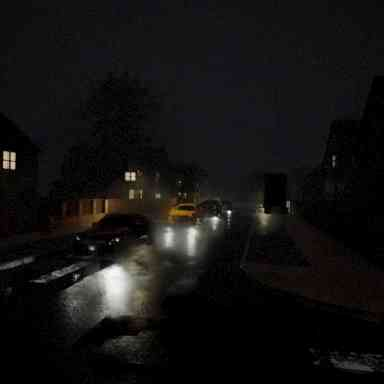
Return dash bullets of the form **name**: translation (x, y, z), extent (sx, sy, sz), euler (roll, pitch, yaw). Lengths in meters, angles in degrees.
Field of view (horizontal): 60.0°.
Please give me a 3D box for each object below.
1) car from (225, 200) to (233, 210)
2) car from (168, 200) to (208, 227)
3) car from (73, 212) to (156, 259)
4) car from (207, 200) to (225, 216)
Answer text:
- **car**: translation (5.064, 1.987, 50.226), extent (1.812, 1.442, 4.674), euler (1, -1, 12)
- **car**: translation (-0.335, 1.614, 24.637), extent (1.882, 1.535, 5.008), euler (1, -1, 11)
- **car**: translation (-2.752, 1.556, 13.007), extent (1.812, 1.442, 4.674), euler (1, 0, 12)
- **car**: translation (1.947, 1.614, 35.590), extent (2.097, 1.767, 4.553), euler (1, 0, 12)
